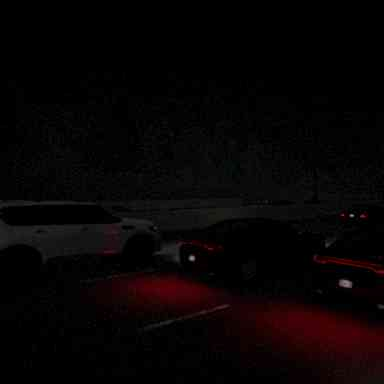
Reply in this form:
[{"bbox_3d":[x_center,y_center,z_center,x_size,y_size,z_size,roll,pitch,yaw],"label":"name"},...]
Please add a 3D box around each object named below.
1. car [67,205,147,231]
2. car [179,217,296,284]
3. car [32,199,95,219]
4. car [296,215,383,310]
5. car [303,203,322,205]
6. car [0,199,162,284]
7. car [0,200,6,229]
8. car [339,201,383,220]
[{"bbox_3d":[-5.455,1.623,21.799,4.718,1.301,1.895,0,0,-38],"label":"car"},{"bbox_3d":[1.958,1.475,9.739,5.008,1.535,1.882,0,0,-38],"label":"car"},{"bbox_3d":[-11.679,1.520,30.379,5.008,1.535,1.882,-1,0,-39],"label":"car"},{"bbox_3d":[4.682,1.466,7.426,5.008,1.535,1.882,0,0,-38],"label":"car"},{"bbox_3d":[18.072,1.557,49.036,1.895,1.301,4.718,0,0,42],"label":"car"},{"bbox_3d":[-3.612,1.235,9.873,5.566,2.045,2.150,0,0,-36],"label":"car"},{"bbox_3d":[-13.926,1.399,19.998,4.553,1.767,2.097,0,0,-36],"label":"car"},{"bbox_3d":[11.901,1.517,22.587,5.357,1.411,2.033,0,0,-42],"label":"car"}]
